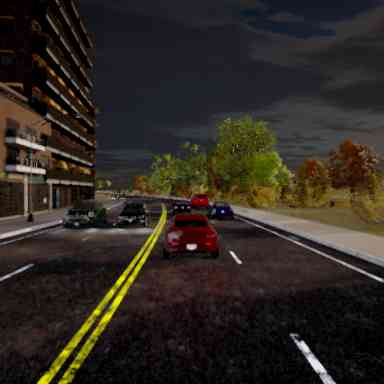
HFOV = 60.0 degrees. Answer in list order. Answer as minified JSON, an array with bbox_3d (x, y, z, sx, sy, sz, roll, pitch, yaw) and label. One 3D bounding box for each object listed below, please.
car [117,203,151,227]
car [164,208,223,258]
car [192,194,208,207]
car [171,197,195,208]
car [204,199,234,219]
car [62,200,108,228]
[{"bbox_3d":[-3.915,1.530,22.922,1.837,1.490,4.892,0,0,-3],"label":"car"},{"bbox_3d":[-0.076,1.536,12.651,1.812,1.442,4.674,0,0,-2],"label":"car"},{"bbox_3d":[1.058,1.234,46.620,2.150,2.045,5.566,0,0,-5],"label":"car"},{"bbox_3d":[-1.124,1.565,34.947,2.033,1.411,5.357,0,0,-4],"label":"car"},{"bbox_3d":[2.445,1.572,29.239,1.994,1.385,4.181,0,0,-3],"label":"car"},{"bbox_3d":[-7.154,1.384,22.607,2.097,1.767,4.553,0,0,-3],"label":"car"}]
